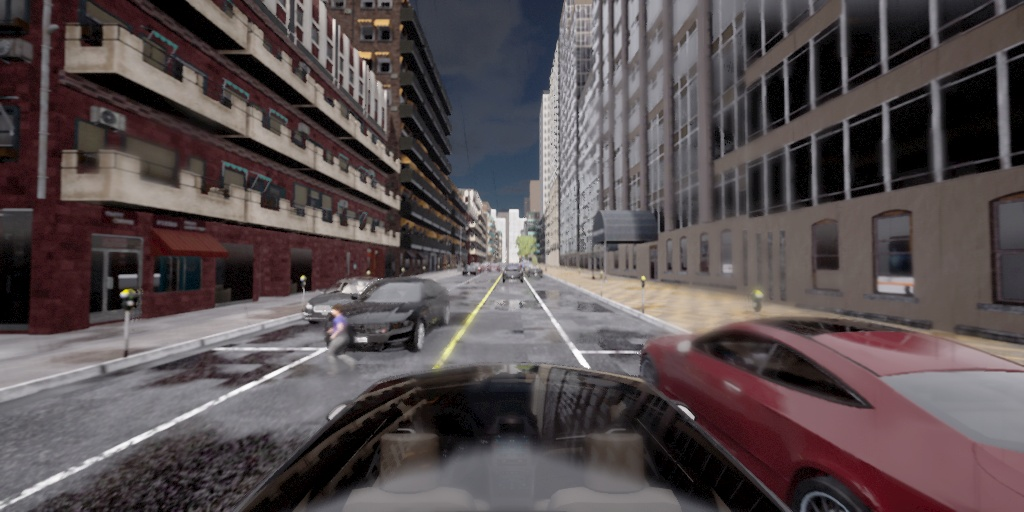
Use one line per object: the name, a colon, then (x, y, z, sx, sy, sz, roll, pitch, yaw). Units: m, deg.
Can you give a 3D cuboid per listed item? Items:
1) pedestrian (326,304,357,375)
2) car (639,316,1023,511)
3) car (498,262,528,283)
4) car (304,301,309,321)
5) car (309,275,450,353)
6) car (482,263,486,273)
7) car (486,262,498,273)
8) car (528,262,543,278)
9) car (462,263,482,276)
pedestrian: (-2.923, 1.372, 6.182, 0.375, 1.300, 0.375, 1, -1, 0)
car: (2.749, 1.294, 3.339, 1.812, 1.442, 4.674, 0, -1, 0)
car: (0.082, 1.580, 32.741, 2.128, 1.511, 4.902, 0, -1, 0)
car: (-5.317, 1.416, 12.351, 2.007, 1.370, 4.403, 0, 0, 0)
car: (-2.852, 1.310, 9.273, 1.882, 1.535, 5.008, 0, 0, 0)
car: (-5.325, 1.737, 51.874, 1.967, 1.591, 4.097, 0, 0, 0)
car: (-2.810, 1.881, 57.224, 1.812, 1.442, 4.674, 0, -1, 0)
car: (2.558, 1.722, 40.397, 2.007, 1.370, 4.403, 0, 0, 0)
car: (-5.324, 1.801, 46.228, 1.948, 1.339, 4.313, 0, 0, 0)
